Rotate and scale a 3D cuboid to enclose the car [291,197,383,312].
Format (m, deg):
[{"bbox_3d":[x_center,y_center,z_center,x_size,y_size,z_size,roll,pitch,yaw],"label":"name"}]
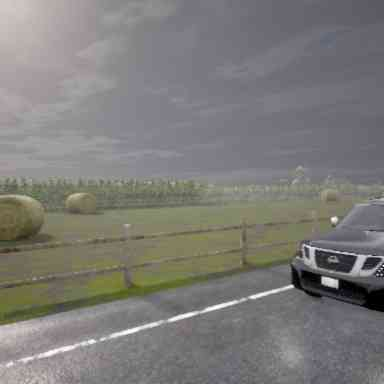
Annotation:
[{"bbox_3d":[4.582,1.133,7.187,5.566,2.045,2.150,-1,0,-35],"label":"car"}]
